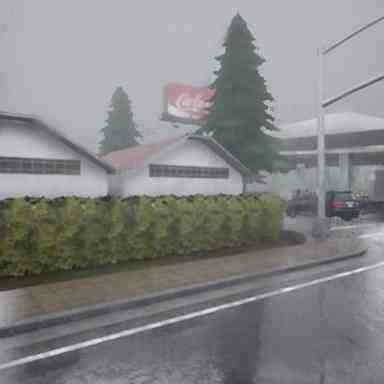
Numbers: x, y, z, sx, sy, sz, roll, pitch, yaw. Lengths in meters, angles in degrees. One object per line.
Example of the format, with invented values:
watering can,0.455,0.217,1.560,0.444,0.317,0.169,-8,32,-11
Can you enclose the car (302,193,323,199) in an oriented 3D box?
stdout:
car,32.094,0.979,88.880,2.152,1.636,5.027,0,0,-36

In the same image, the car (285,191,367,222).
car,8.852,1.001,23.166,2.150,2.045,5.566,0,-1,-21

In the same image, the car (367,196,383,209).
car,20.989,1.300,39.396,4.611,1.667,2.242,0,0,-36
